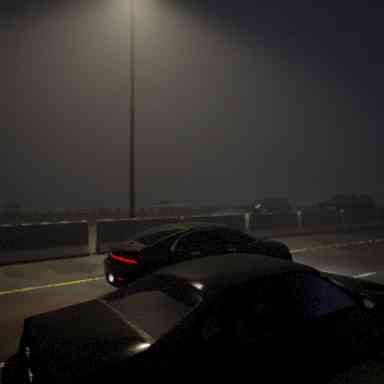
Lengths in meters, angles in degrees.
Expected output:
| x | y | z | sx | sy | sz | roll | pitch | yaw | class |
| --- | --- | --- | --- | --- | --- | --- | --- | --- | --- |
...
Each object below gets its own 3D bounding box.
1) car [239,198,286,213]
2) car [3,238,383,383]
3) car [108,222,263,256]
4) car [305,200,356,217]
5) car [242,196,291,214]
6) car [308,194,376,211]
| x | y | z | sx | sy | sz | roll | pitch | yaw | class |
| --- | --- | --- | --- | --- | --- | --- | --- | --- | --- |
| 7.793 | 1.427 | 36.647 | 5.008 | 1.535 | 1.882 | 0 | 0 | -26 | car |
| 0.738 | 1.541 | 4.170 | 5.357 | 1.411 | 2.033 | 0 | 0 | -34 | car |
| 0.371 | 1.492 | 8.082 | 4.892 | 1.490 | 1.837 | 0 | 0 | -34 | car |
| 13.132 | 1.489 | 31.459 | 4.674 | 1.442 | 1.812 | 0 | 0 | -25 | car |
| 7.455 | 1.308 | 32.564 | 4.553 | 1.767 | 2.097 | 0 | 0 | -27 | car |
| 12.634 | 1.190 | 27.361 | 5.566 | 2.045 | 2.150 | 0 | 0 | -26 | car |
